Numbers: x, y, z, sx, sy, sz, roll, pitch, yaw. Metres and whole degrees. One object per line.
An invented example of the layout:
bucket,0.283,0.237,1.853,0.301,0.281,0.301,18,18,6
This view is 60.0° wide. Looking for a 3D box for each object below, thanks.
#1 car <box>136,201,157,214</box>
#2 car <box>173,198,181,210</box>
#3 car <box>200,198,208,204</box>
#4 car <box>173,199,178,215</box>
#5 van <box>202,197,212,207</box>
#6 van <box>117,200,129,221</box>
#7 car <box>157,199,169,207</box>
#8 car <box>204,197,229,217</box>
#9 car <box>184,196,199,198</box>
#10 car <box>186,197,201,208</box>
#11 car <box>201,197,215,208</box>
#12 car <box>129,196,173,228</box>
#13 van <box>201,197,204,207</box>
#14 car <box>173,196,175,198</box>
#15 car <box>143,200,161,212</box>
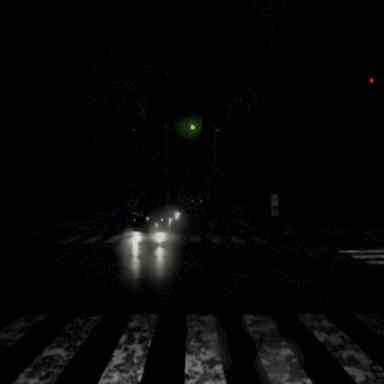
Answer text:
car,-5.390,1.856,40.213,1.947,1.339,4.313,0,0,0
car,-2.815,1.943,47.602,1.895,1.301,4.718,0,0,0
car,2.697,2.085,78.224,1.752,1.417,4.829,0,0,0
car,-2.842,1.796,34.507,2.033,1.411,5.357,0,0,0
van,2.705,1.785,61.837,1.690,1.788,3.998,0,0,0
van,-5.397,1.554,29.402,1.690,1.788,3.998,0,0,0
car,-5.375,1.968,61.668,1.752,1.417,4.829,0,0,0
car,2.718,1.566,34.806,2.192,1.841,5.009,0,0,0
car,0.026,1.955,64.608,2.128,1.511,4.902,0,0,0
car,0.075,1.940,54.659,2.033,1.411,5.357,0,0,0
car,2.707,1.720,56.431,2.192,1.841,5.009,0,0,0
car,-2.840,1.396,24.128,2.150,2.045,5.566,0,0,0
van,2.710,1.708,51.024,1.690,1.788,3.998,0,0,0
car,-5.367,2.086,72.649,1.947,1.339,4.313,0,0,0
car,-5.386,1.873,45.619,1.887,1.381,4.507,0,0,0
